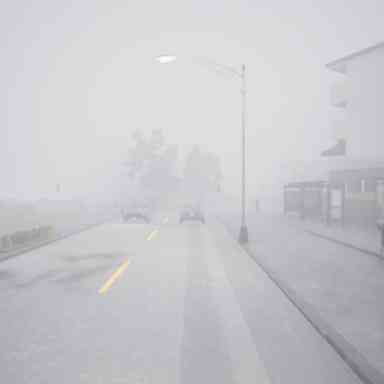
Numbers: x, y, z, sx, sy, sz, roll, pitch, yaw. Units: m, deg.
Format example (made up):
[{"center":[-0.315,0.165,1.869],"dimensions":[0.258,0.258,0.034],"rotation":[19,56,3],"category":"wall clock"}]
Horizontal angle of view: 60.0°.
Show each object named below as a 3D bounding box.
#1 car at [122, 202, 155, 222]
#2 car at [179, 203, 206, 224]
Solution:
[{"center":[-3.996,1.479,25.661],"dimensions":[2.033,1.411,5.357],"rotation":[0,0,0],"category":"car"},{"center":[0.008,1.482,24.237],"dimensions":[2.033,1.411,5.357],"rotation":[0,0,0],"category":"car"}]
